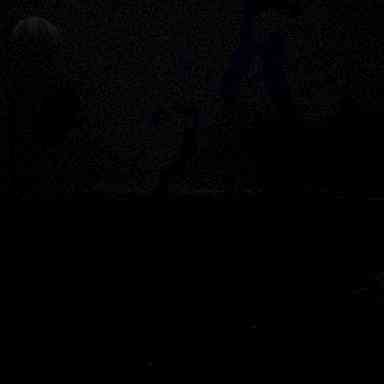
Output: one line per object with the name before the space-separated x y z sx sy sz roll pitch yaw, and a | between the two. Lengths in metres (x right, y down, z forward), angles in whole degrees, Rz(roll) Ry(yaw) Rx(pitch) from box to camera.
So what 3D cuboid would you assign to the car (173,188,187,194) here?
car | -3.115 -0.337 86.964 2.128 1.511 4.902 -3 2 -36
